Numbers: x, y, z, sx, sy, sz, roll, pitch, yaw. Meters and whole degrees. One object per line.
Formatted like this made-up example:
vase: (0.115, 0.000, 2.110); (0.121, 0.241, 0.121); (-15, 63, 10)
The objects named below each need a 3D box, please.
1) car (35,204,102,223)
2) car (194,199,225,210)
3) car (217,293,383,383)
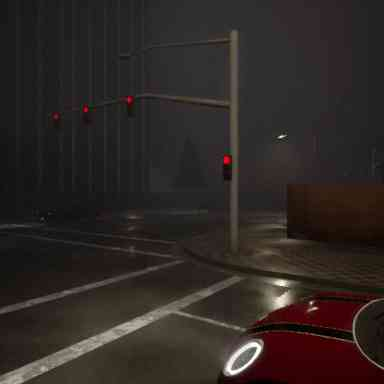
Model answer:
car: (-9.376, 1.600, 25.492); (1.895, 1.301, 4.718); (0, 0, 35)
car: (2.241, 1.600, 41.850); (1.895, 1.301, 4.718); (0, 0, 36)
car: (2.394, 1.352, 2.250); (4.553, 1.767, 2.097); (0, 0, 36)
